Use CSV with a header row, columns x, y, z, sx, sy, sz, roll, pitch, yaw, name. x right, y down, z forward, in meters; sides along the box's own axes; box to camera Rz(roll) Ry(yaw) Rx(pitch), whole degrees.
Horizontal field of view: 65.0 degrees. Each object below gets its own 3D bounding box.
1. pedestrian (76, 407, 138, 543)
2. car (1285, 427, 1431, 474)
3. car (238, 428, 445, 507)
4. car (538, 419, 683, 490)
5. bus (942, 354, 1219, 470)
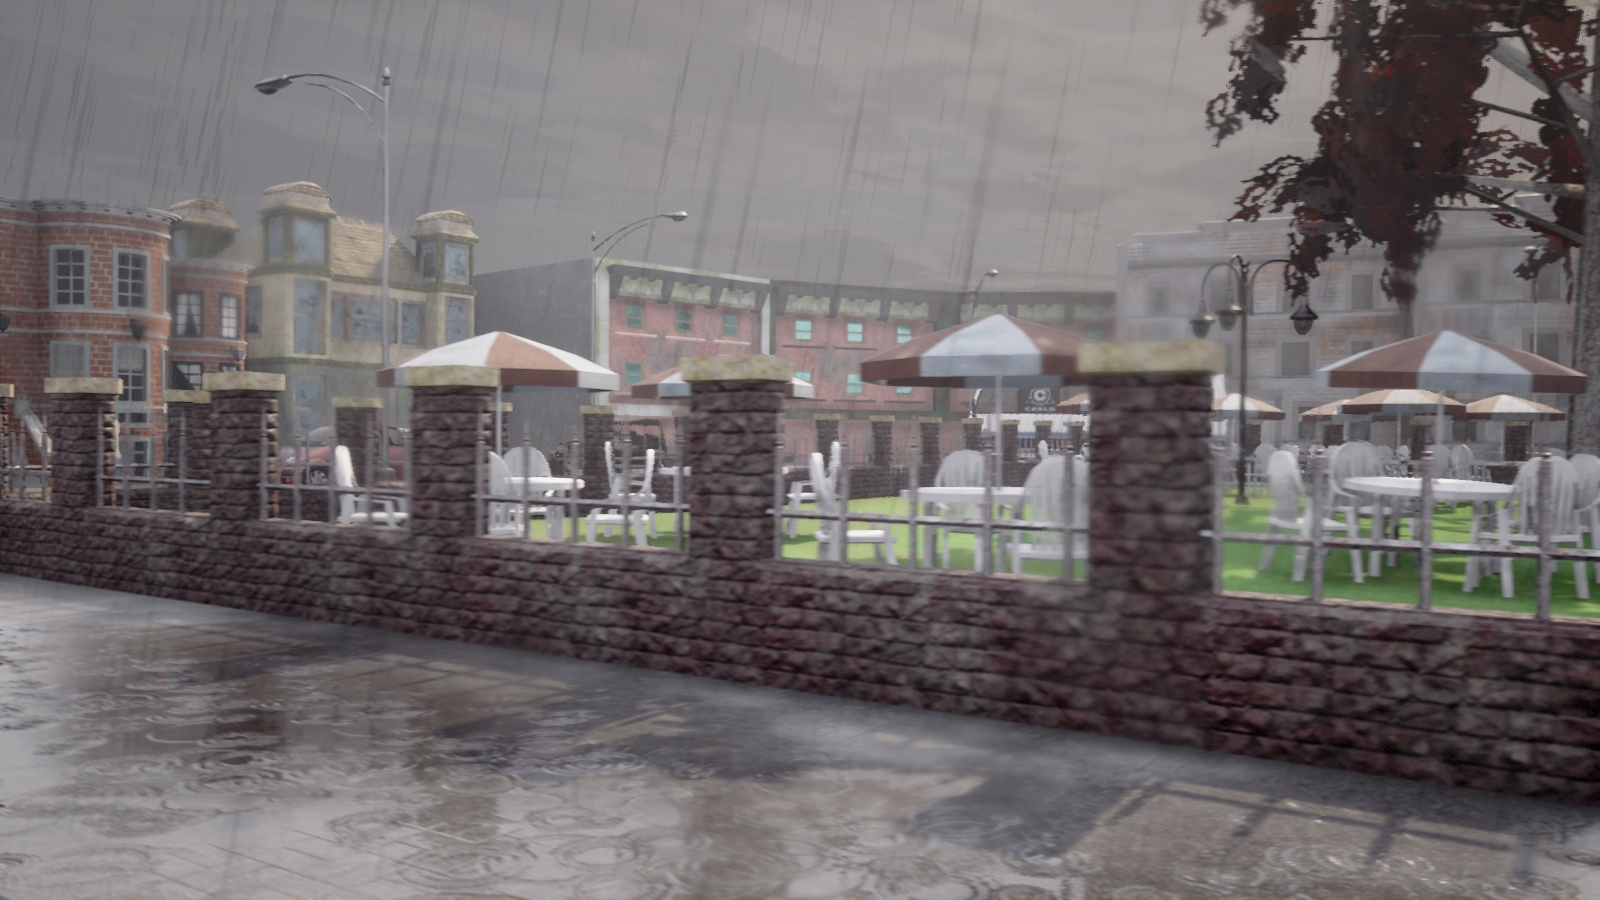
x,y,z,sx,sy,sz,roll,pitch,yaw,name
-9.513,0.328,17.251,0.706,1.836,0.354,-1,1,-27,pedestrian
18.422,0.011,41.505,4.193,1.474,1.816,0,1,33,car
-10.134,0.338,27.996,1.851,1.617,3.988,0,1,34,car
-5.272,0.091,35.335,1.905,1.878,3.866,0,1,33,car
11.092,-1.433,49.577,10.273,4.253,3.944,0,1,20,bus
